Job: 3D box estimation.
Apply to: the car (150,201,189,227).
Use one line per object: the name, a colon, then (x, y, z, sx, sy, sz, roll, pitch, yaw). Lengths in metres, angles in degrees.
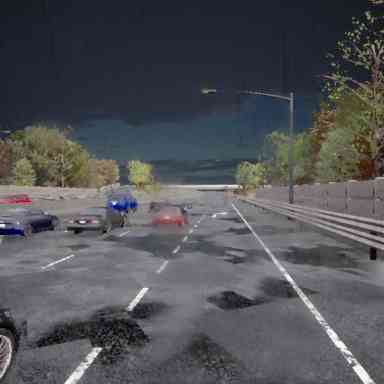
car: (-1.356, 1.564, 22.653, 1.994, 1.385, 4.181, 0, 0, 5)

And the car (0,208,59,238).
car: (-8.833, 1.563, 17.811, 1.994, 1.385, 4.181, 0, 0, 5)

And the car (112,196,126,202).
car: (-17.337, 1.622, 79.102, 1.895, 1.301, 4.718, 0, 0, 5)

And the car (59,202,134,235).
car: (-5.205, 1.547, 19.024, 2.033, 1.411, 5.357, 0, 0, 5)

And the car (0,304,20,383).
car: (-3.235, 1.526, 2.301, 1.812, 1.442, 4.674, 0, 0, 5)

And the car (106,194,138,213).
car: (-7.265, 1.223, 34.781, 2.150, 2.045, 5.566, 0, 0, 5)

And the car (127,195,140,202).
car: (-13.849, 1.551, 78.810, 1.812, 1.442, 4.674, 0, 0, 5)

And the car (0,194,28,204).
car: (-21.168, 1.225, 38.670, 2.150, 2.045, 5.566, 0, 0, 5)

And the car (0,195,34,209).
car: (-24.028, 1.360, 45.743, 2.097, 1.767, 4.553, 0, 0, 6)

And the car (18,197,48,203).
car: (-17.663, 1.567, 38.571, 1.994, 1.385, 4.181, 0, 0, 5)

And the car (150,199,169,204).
car: (-3.463, 1.481, 37.912, 1.882, 1.535, 5.008, 0, 0, 5)
